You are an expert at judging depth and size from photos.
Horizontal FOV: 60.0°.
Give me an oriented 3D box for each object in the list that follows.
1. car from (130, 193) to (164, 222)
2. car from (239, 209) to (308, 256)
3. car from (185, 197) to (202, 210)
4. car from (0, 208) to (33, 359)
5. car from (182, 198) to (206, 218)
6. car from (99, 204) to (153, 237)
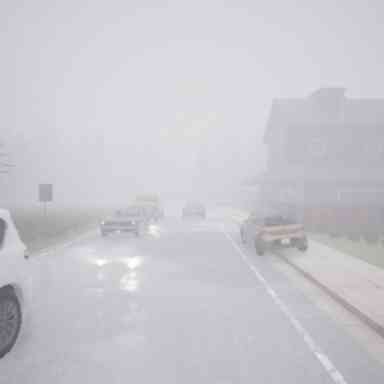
[{"bbox_3d":[-3.457,1.137,25.986,2.150,2.045,5.566,0,0,1],"label":"car"},{"bbox_3d":[3.011,1.417,13.097,1.816,1.474,4.193,-6,1,-2],"label":"car"},{"bbox_3d":[0.192,1.419,41.841,2.033,1.411,5.357,0,0,1],"label":"car"},{"bbox_3d":[-3.591,1.210,2.969,2.150,2.045,5.566,0,0,1],"label":"car"},{"bbox_3d":[0.162,1.475,28.655,1.994,1.385,4.181,0,0,0],"label":"car"},{"bbox_3d":[-3.454,1.542,17.798,1.895,1.301,4.718,0,0,0],"label":"car"}]
